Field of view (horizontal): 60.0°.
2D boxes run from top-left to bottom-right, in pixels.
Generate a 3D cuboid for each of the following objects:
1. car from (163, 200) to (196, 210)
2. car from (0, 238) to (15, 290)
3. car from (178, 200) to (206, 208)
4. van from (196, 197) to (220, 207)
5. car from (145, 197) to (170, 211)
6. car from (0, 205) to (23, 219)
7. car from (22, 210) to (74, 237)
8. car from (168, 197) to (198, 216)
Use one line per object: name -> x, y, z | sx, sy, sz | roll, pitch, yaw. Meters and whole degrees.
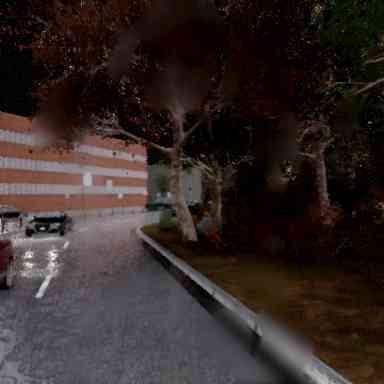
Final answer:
car -> -2.121, 2.080, 54.784 | 5.008, 1.535, 2.097 | 0, -1, 22
car -> -4.890, 1.556, 6.410 | 1.882, 1.535, 5.008 | 0, -1, -16
car -> -0.022, 2.156, 60.030 | 4.674, 1.452, 2.002 | 0, 0, 22
van -> 3.234, 1.941, 67.860 | 4.442, 1.987, 1.878 | 0, 0, 22
car -> -4.239, 1.787, 49.546 | 5.566, 2.045, 2.435 | 0, -1, 22
car -> -18.198, 1.999, 32.074 | 2.128, 1.511, 4.902 | 0, -1, 23
car -> -8.400, 1.816, 19.961 | 1.994, 1.385, 4.181 | 0, -1, -9
car -> -0.517, 1.802, 37.955 | 2.097, 1.767, 4.553 | 0, -1, 22
